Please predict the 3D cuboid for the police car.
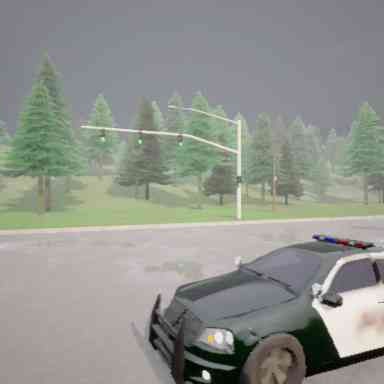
[{"bbox_3d":[1.921,1.509,4.953,4.974,1.542,2.038,0,0,-23],"label":"police car"}]
